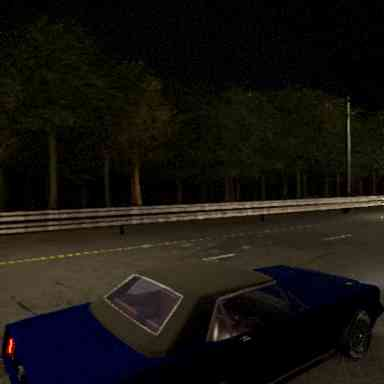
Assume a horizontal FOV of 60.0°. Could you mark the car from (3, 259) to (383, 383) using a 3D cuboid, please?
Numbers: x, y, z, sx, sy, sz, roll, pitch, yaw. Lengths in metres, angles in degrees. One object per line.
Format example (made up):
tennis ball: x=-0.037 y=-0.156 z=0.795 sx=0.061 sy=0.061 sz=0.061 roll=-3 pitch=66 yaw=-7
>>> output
car: x=0.419 y=1.563 z=4.170 sx=4.718 sy=1.301 sz=1.895 roll=-1 pitch=1 yaw=-36
